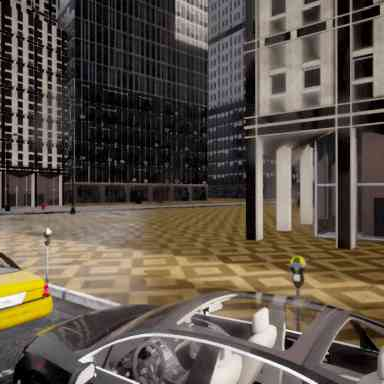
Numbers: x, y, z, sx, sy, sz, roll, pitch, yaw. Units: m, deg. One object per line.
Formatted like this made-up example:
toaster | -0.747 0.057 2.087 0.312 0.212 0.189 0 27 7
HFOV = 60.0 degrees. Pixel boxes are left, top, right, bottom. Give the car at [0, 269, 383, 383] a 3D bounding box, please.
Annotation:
car | 0.256 1.551 2.694 4.403 1.369 2.008 0 0 36

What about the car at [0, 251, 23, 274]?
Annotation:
car | -4.498 1.525 6.087 4.829 1.417 1.752 0 0 36
